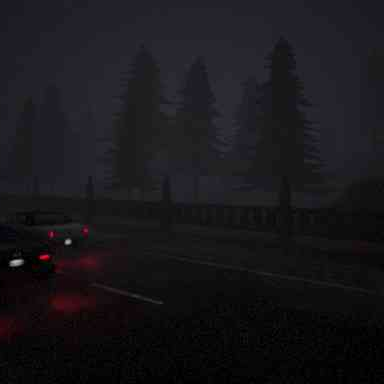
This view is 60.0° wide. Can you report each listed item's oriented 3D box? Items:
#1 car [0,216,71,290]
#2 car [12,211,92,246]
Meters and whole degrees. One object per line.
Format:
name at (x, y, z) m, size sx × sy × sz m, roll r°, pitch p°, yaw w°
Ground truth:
car at (-5.451, 1.383, 7.957) m, size 5.357 × 1.411 × 2.033 m, roll 1°, pitch 1°, yaw 36°
car at (-6.041, 1.378, 12.707) m, size 4.718 × 1.301 × 1.895 m, roll 1°, pitch 1°, yaw 36°
